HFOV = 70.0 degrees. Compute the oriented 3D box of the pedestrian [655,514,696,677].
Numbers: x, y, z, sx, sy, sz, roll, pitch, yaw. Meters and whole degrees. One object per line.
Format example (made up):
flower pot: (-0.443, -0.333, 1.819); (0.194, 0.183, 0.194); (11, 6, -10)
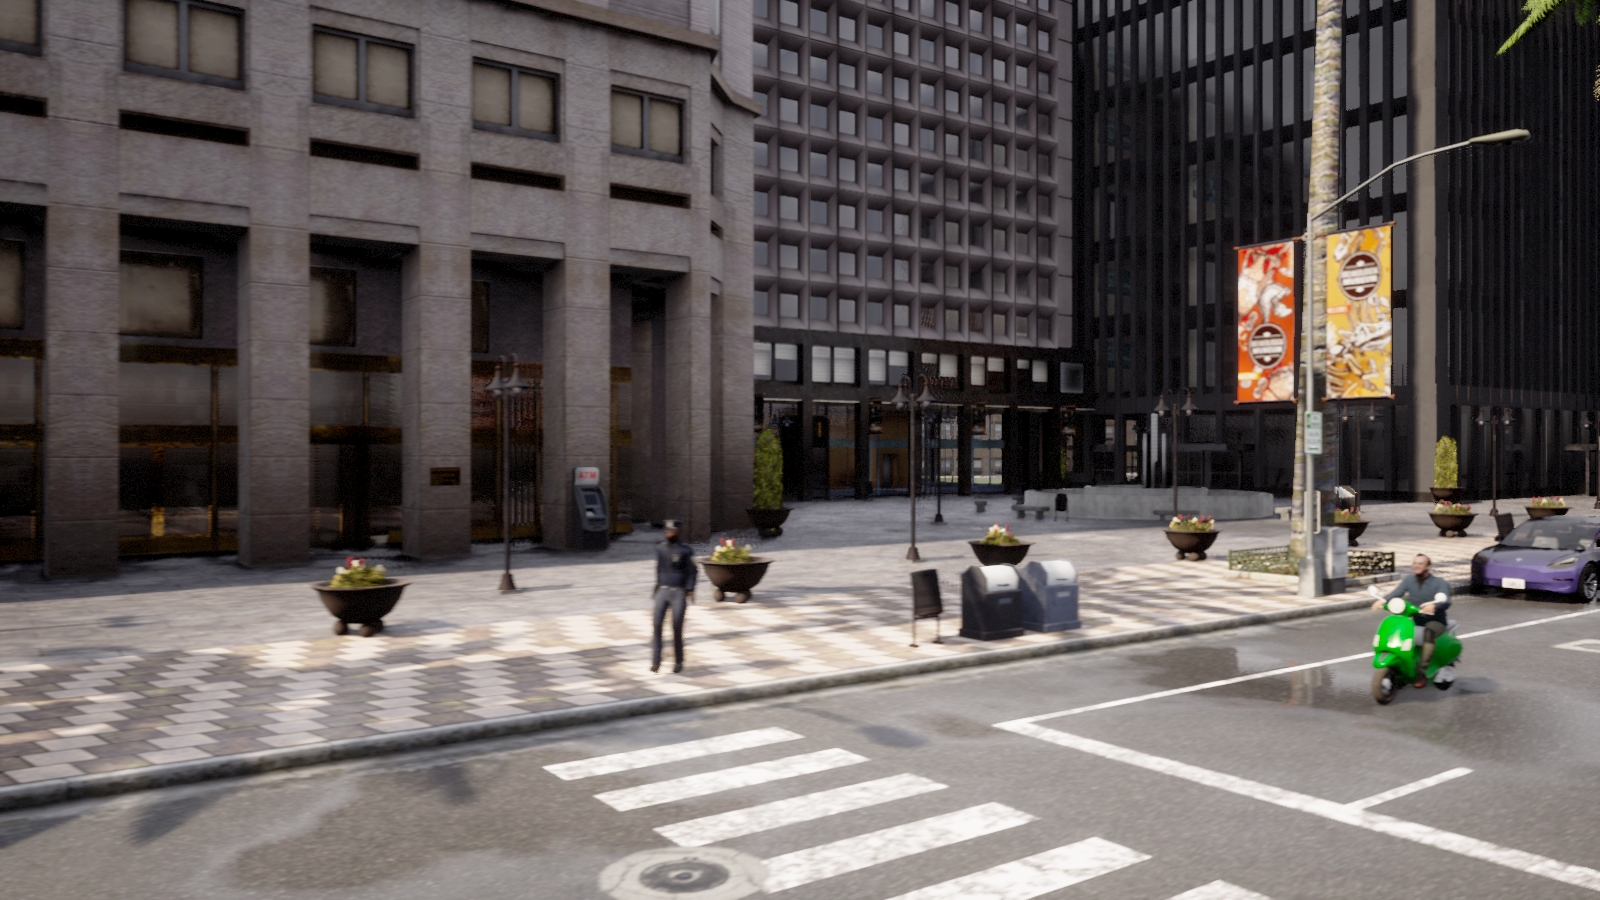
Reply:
pedestrian: (-1.458, 1.695, 13.412); (0.375, 1.860, 0.375); (0, 0, 12)
